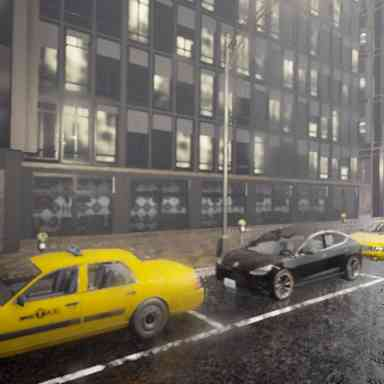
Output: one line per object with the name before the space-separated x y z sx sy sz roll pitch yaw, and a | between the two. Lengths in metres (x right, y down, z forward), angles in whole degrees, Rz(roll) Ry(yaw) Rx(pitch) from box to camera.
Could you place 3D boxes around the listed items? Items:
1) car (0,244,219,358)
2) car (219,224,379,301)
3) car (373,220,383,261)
car | -2.062 1.529 5.075 4.829 1.417 1.752 0 1 -36
car | 2.592 1.585 8.398 4.313 1.339 1.947 0 1 -36
car | 6.967 1.559 11.520 4.829 1.417 1.752 0 1 -36
